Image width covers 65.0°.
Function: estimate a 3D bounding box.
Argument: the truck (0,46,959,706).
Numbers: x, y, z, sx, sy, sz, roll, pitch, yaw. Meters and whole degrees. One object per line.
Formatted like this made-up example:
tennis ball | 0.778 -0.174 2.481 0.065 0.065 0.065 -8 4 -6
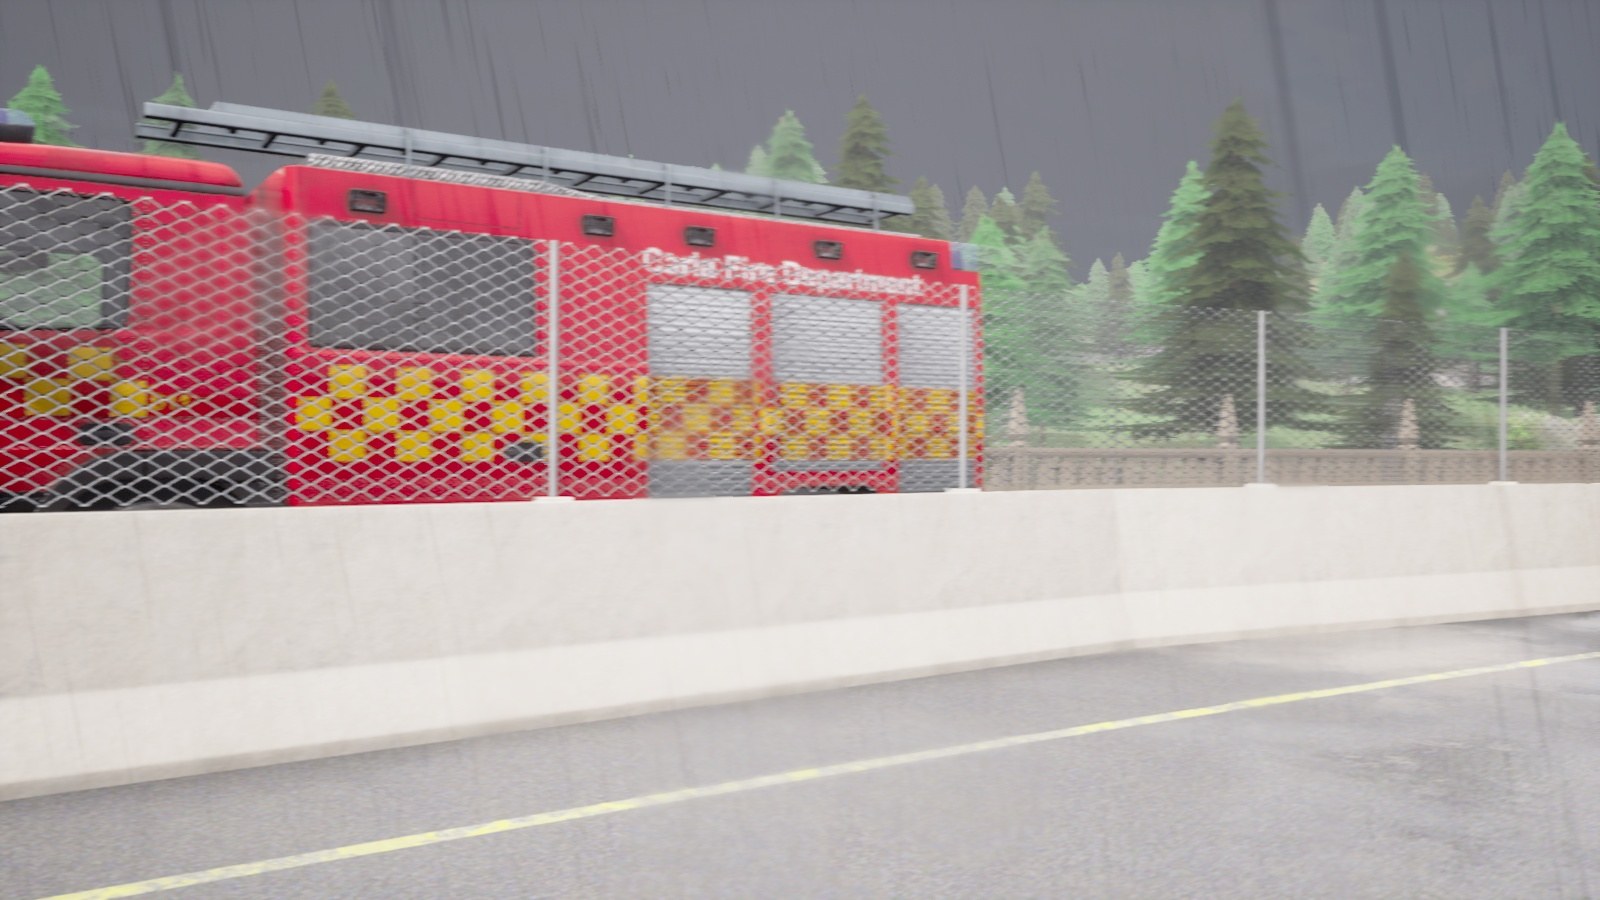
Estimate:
truck | -2.944 -0.431 10.075 8.468 3.827 2.891 0 0 -32
